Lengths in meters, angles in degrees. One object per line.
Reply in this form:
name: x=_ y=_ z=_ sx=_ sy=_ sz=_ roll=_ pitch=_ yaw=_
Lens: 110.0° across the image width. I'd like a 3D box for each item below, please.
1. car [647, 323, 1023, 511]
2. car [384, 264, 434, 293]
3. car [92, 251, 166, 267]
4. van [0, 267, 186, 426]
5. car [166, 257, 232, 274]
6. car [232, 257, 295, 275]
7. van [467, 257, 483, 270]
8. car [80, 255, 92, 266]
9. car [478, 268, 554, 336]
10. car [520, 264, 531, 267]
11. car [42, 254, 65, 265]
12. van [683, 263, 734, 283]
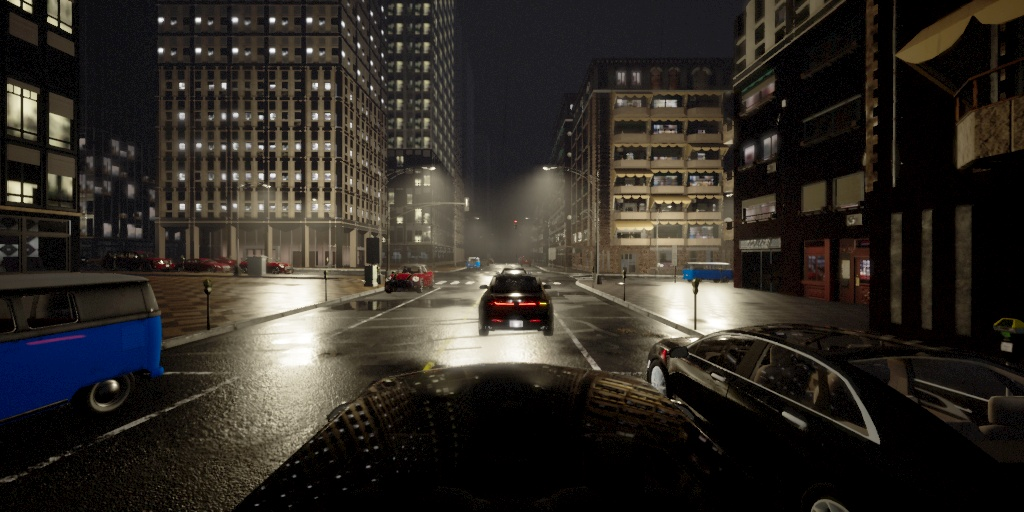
car: x=2.692 y=1.300 z=3.280 sx=2.007 sy=1.370 sz=4.403 roll=0 pitch=0 yaw=0
car: x=-5.688 y=1.192 z=20.227 sx=1.967 sy=1.591 sz=4.097 roll=0 pitch=0 yaw=0
car: x=-32.292 y=0.482 z=30.971 sx=5.009 sy=1.841 sz=2.192 roll=0 pitch=0 yaw=0
van: x=-5.688 y=1.091 z=3.281 sx=1.690 sy=1.789 sz=3.998 roll=0 pitch=0 yaw=0
car: x=-26.718 y=0.857 z=30.983 sx=4.207 sy=1.307 sz=1.802 roll=0 pitch=0 yaw=0
car: x=-21.144 y=0.822 z=30.995 sx=4.097 sy=1.591 sz=1.967 roll=0 pitch=0 yaw=0
van: x=-5.686 y=1.104 z=52.701 sx=1.690 sy=1.789 sz=3.998 roll=0 pitch=0 yaw=0
car: x=-43.696 y=0.466 z=39.327 sx=4.829 sy=1.417 sz=1.751 roll=0 pitch=0 yaw=0
car: x=0.102 y=1.255 z=10.364 sx=1.837 sy=1.490 sz=4.892 roll=0 pitch=0 yaw=0
car: x=0.102 y=1.316 z=19.157 sx=1.994 sy=1.385 sz=4.181 roll=0 pitch=0 yaw=0
car: x=-49.102 y=0.399 z=39.315 sx=4.313 sy=1.339 sz=1.948 roll=0 pitch=0 yaw=0
van: x=16.915 y=1.457 z=30.943 sx=3.998 sy=1.789 sz=1.690 roll=0 pitch=0 yaw=0
